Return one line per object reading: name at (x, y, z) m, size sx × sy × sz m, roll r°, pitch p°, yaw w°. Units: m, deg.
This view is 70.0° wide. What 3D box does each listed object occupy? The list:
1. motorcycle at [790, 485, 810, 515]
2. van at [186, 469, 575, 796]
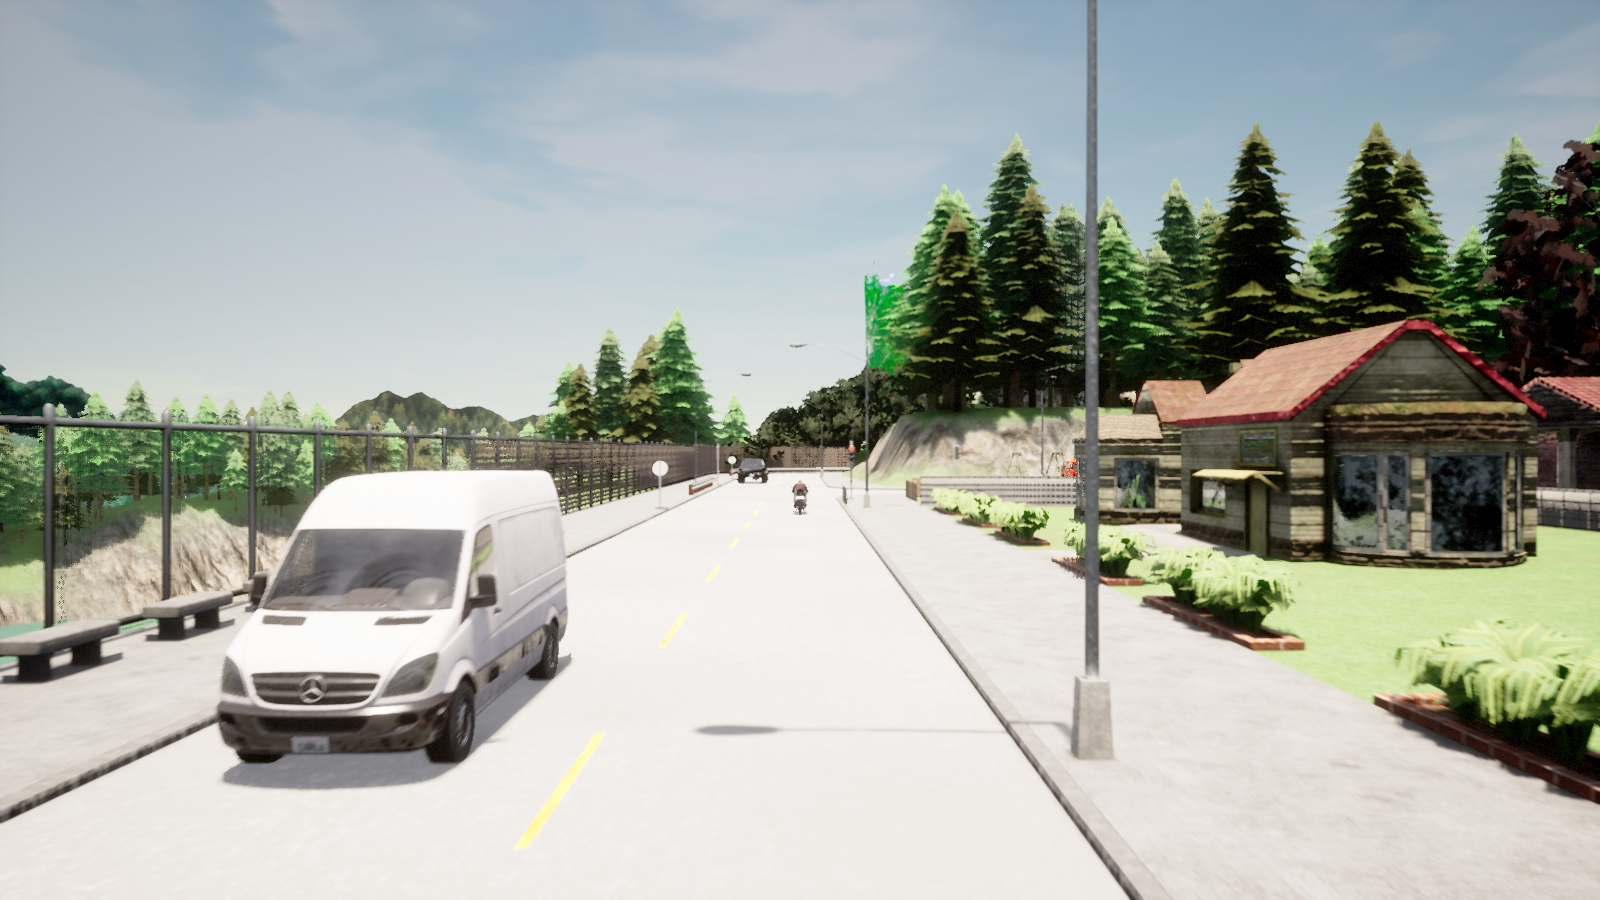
motorcycle at (0.010, 2.205, 50.675) m, size 0.867 × 1.251 × 2.209 m, roll 0°, pitch 0°, yaw 0°
van at (-3.996, 1.535, 12.244) m, size 1.988 × 2.561 × 5.915 m, roll 0°, pitch 0°, yaw 0°
